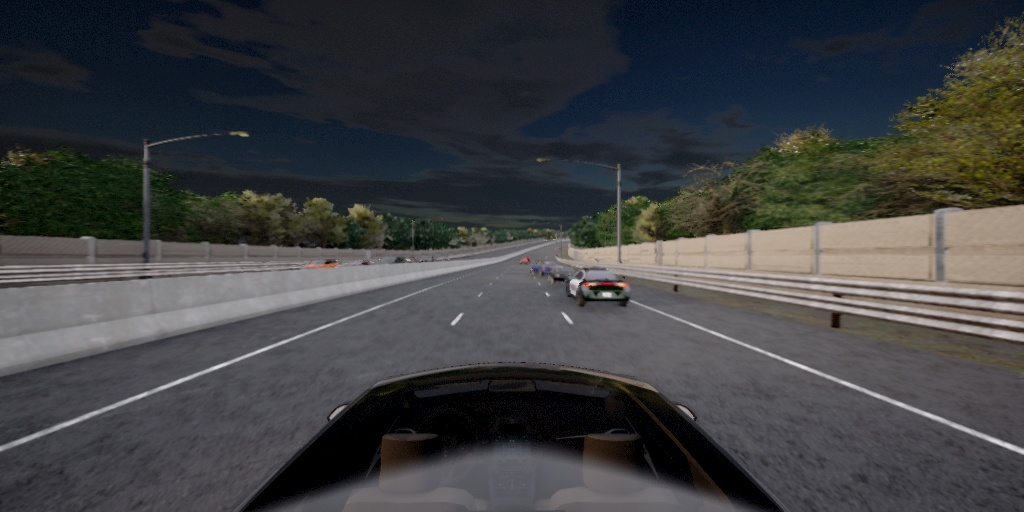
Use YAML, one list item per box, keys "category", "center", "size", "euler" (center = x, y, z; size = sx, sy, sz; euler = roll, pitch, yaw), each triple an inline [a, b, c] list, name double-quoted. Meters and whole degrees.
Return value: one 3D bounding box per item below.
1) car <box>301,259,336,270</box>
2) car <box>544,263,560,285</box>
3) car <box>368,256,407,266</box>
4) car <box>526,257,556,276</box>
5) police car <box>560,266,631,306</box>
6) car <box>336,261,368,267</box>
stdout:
- category: "car"
  center: [-20.526, 1.102, 38.648]
  size: [2.097, 1.767, 4.553]
  euler: [0, 0, 2]
- category: "car"
  center: [3.737, 1.386, 26.741]
  size: [1.895, 1.301, 4.718]
  euler: [0, 0, 1]
- category: "car"
  center: [-13.472, 1.001, 40.012]
  size: [2.150, 2.045, 5.566]
  euler: [0, 0, 2]
- category: "car"
  center: [3.483, 1.187, 38.494]
  size: [2.097, 1.767, 4.553]
  euler: [0, 0, -14]
- category: "police car"
  center: [3.567, 1.263, 15.816]
  size: [2.038, 1.542, 4.974]
  euler: [0, 0, 1]
- category: "car"
  center: [-16.996, 1.244, 39.698]
  size: [1.882, 1.535, 5.008]
  euler: [0, 0, 2]
